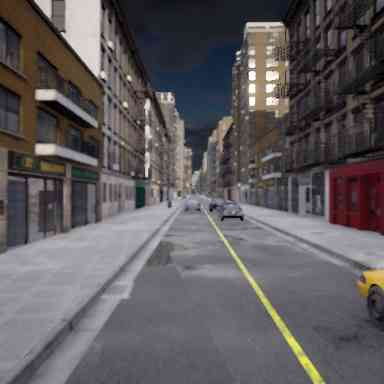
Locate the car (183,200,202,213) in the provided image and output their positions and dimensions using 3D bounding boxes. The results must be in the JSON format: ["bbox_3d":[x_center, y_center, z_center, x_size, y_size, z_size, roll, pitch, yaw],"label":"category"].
[{"bbox_3d":[0.081,1.584,37.436,1.812,1.442,4.674,0,0,0],"label":"car"}]

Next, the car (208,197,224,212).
[{"bbox_3d":[3.114,1.427,40.486,2.097,1.767,4.553,0,0,1],"label":"car"}]

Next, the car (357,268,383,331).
[{"bbox_3d":[3.905,1.468,3.883,1.801,1.575,5.366,0,0,0],"label":"car"}]

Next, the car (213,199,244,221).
[{"bbox_3d":[3.104,1.587,27.376,2.033,1.411,5.357,0,0,0],"label":"car"}]
